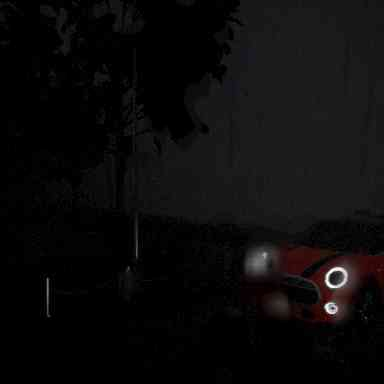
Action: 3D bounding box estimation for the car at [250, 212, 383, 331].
[{"bbox_3d":[3.347,1.352,6.986,4.553,1.767,2.097,0,0,-36],"label":"car"}]
